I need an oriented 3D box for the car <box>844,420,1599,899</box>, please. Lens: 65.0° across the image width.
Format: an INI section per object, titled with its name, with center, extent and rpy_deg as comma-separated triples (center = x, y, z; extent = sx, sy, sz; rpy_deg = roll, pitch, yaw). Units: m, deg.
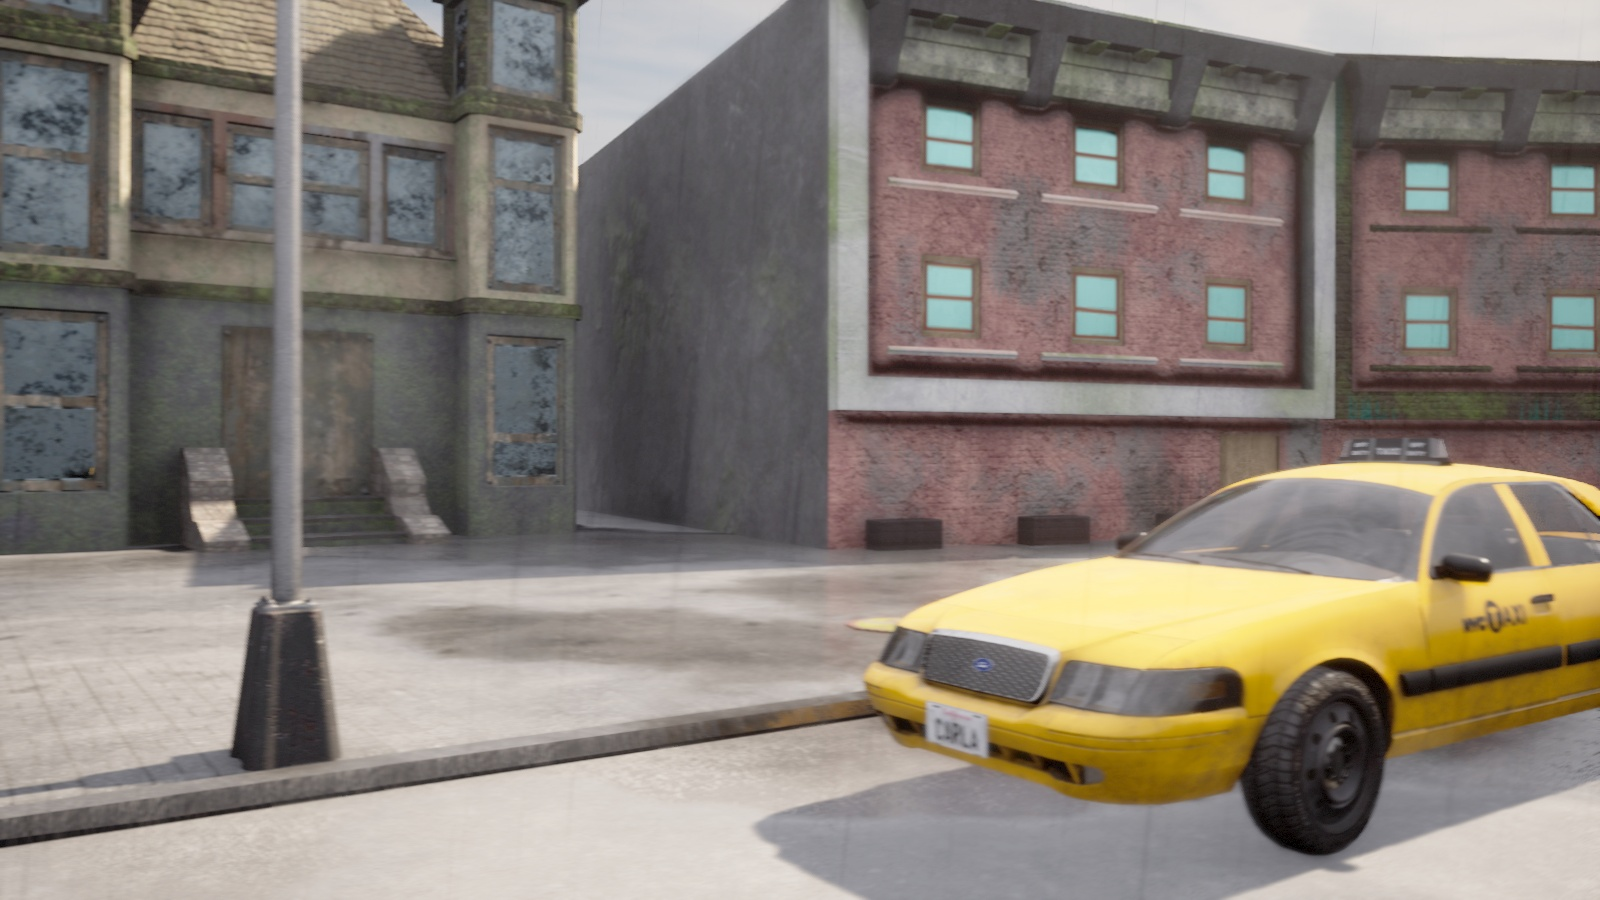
[car]
center = 2.914, 0.693, 6.344
extent = 5.366, 1.575, 1.801
rpy_deg = 0, 0, -35
